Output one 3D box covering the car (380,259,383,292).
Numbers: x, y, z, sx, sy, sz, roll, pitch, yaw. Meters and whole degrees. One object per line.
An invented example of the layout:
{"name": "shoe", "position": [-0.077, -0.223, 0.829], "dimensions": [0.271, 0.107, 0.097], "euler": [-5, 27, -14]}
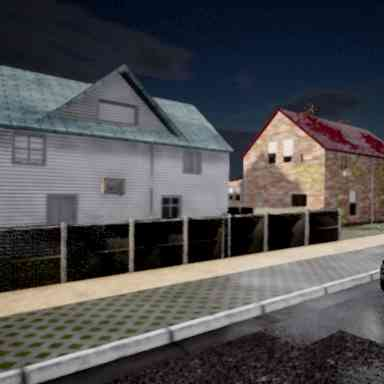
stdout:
{"name": "car", "position": [6.124, 1.484, 7.428], "dimensions": [5.008, 1.535, 1.882], "euler": [0, 0, -35]}
